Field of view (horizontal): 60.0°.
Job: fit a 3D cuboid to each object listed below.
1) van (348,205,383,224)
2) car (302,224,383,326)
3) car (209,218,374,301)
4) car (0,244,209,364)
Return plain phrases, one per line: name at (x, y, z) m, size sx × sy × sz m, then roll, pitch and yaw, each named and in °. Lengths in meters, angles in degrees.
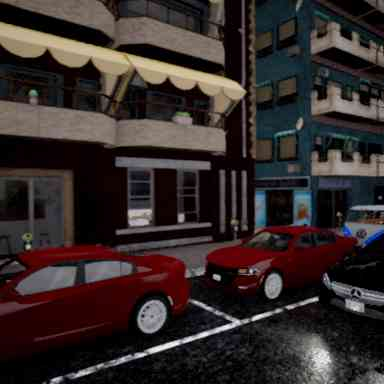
van at (6.847, 1.314, 11.457) m, size 3.998 × 1.788 × 1.690 m, roll 0°, pitch 0°, yaw -35°
car at (4.435, 1.509, 6.543) m, size 4.674 × 1.442 × 1.812 m, roll 0°, pitch 0°, yaw -36°
car at (2.352, 1.530, 8.248) m, size 4.507 × 1.381 × 1.887 m, roll 0°, pitch 0°, yaw -36°
car at (-2.144, 1.542, 5.040) m, size 4.507 × 1.381 × 1.887 m, roll 0°, pitch 0°, yaw -35°
